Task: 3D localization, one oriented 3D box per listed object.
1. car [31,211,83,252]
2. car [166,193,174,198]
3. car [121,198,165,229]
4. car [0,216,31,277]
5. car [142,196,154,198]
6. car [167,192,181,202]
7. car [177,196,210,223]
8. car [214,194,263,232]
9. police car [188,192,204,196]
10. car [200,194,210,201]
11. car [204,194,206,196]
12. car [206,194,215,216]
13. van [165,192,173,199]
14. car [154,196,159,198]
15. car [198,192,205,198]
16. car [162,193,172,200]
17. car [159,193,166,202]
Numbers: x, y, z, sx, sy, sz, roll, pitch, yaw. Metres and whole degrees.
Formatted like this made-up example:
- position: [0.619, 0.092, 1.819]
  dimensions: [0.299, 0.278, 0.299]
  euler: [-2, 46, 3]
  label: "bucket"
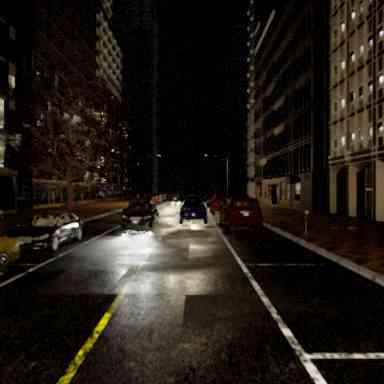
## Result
- position: [-5.692, 1.468, 13.257]
  dimensions: [2.008, 1.369, 4.403]
  euler: [0, 0, 0]
  label: "car"
- position: [-5.716, 0.989, 87.255]
  dimensions: [1.802, 1.307, 4.206]
  euler: [0, 0, 0]
  label: "car"
- position: [-3.106, 1.361, 20.663]
  dimensions: [2.128, 1.511, 4.902]
  euler: [0, 0, 0]
  label: "car"
- position: [-5.690, 1.479, 7.393]
  dimensions: [1.752, 1.417, 4.829]
  euler: [0, 0, 0]
  label: "car"
- position: [-5.699, 1.321, 36.025]
  dimensions: [2.008, 1.369, 4.403]
  euler: [0, 0, 0]
  label: "car"
- position: [-3.054, 1.078, 62.666]
  dimensions: [2.128, 1.511, 4.902]
  euler: [0, 0, 1]
  label: "car"
- position: [0.095, 1.324, 24.239]
  dimensions: [1.882, 1.535, 5.008]
  euler: [0, 0, 0]
  label: "car"
- position: [2.688, 1.196, 18.938]
  dimensions: [2.192, 1.841, 5.009]
  euler: [0, 0, 0]
  label: "car"
- position: [0.085, 1.159, 41.299]
  dimensions: [1.930, 1.638, 5.238]
  euler: [0, 0, 0]
  label: "police car"
- position: [2.671, 1.097, 70.168]
  dimensions: [1.947, 1.339, 4.313]
  euler: [0, 0, 0]
  label: "car"
- position: [2.680, 1.255, 41.877]
  dimensions: [1.752, 1.417, 4.829]
  euler: [0, 0, 0]
  label: "car"
- position: [2.685, 1.122, 30.323]
  dimensions: [2.192, 1.841, 5.009]
  euler: [0, 0, 0]
  label: "car"
- position: [-5.713, 0.790, 81.561]
  dimensions: [1.690, 1.788, 3.998]
  euler: [0, 0, 0]
  label: "van"
- position: [-5.701, 1.297, 41.718]
  dimensions: [1.947, 1.339, 4.313]
  euler: [0, 0, 0]
  label: "car"
- position: [2.664, 0.804, 92.934]
  dimensions: [1.967, 1.590, 4.097]
  euler: [0, 0, 0]
  label: "car"
- position: [-5.712, 1.035, 75.870]
  dimensions: [1.887, 1.381, 4.507]
  euler: [0, 0, 0]
  label: "car"
- position: [-5.704, 1.234, 53.101]
  dimensions: [1.802, 1.307, 4.206]
  euler: [0, 0, 0]
  label: "car"
